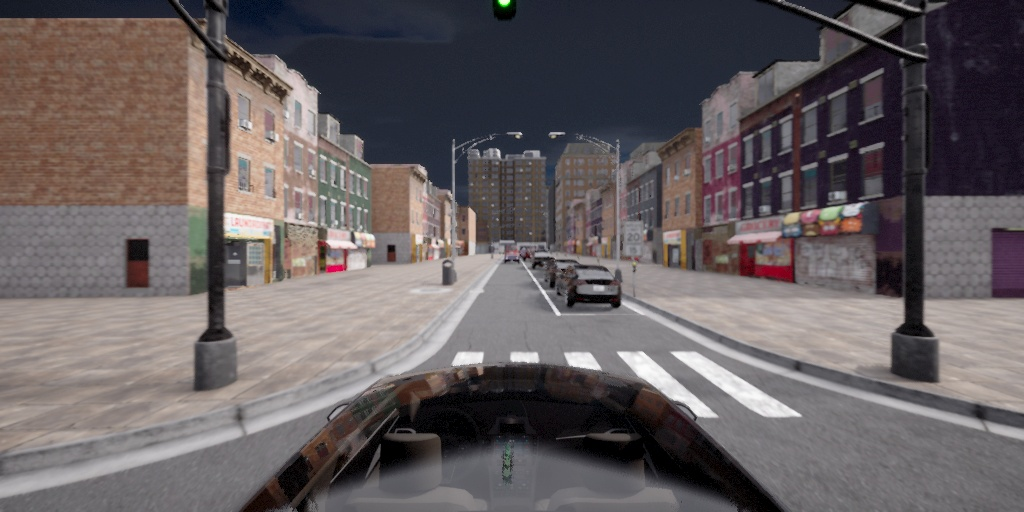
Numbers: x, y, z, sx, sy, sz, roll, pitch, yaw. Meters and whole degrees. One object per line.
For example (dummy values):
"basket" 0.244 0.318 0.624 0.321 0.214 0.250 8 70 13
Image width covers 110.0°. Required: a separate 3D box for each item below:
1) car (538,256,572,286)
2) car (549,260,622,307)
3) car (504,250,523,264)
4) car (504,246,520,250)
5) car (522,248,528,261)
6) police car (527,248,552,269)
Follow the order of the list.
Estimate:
"car" 2.625 0.810 18.470 1.948 1.339 4.313 0 0 0
"car" 2.629 0.962 13.036 1.948 1.339 4.313 0 0 0
"car" 0.012 0.219 42.848 1.895 1.301 4.718 0 1 0
"car" -0.045 -0.406 53.145 2.150 2.045 5.566 0 1 0
"car" 2.597 -0.266 51.083 2.192 1.841 5.009 0 0 0
"police car" 2.723 0.290 32.835 1.930 1.638 5.238 0 1 0
